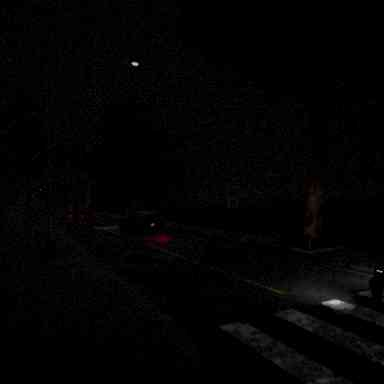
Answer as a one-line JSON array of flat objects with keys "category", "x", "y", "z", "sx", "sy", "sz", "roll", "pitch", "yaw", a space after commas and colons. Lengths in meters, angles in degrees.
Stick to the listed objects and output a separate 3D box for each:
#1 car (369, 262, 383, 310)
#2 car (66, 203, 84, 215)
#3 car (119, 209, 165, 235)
[{"category": "car", "x": 5.042, "y": 1.455, "z": 4.841, "sx": 1.812, "sy": 1.442, "sz": 4.674, "roll": -2, "pitch": 0, "yaw": -27}, {"category": "car", "x": -18.053, "y": 2.522, "z": 51.146, "sx": 2.097, "sy": 1.767, "sz": 4.553, "roll": -2, "pitch": -1, "yaw": -27}, {"category": "car", "x": -3.420, "y": 1.840, "z": 21.805, "sx": 1.882, "sy": 1.535, "sz": 5.008, "roll": -2, "pitch": -1, "yaw": -27}]
